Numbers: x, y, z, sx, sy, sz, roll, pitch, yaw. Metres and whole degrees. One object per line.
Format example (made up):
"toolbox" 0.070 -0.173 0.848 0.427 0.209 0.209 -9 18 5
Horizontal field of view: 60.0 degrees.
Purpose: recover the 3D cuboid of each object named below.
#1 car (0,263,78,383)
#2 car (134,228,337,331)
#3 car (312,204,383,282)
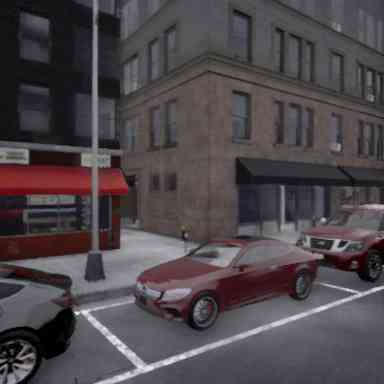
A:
"car" -3.520 1.566 3.678 4.313 1.339 1.947 0 0 -35
"car" 0.885 1.583 6.819 4.206 1.307 1.802 0 0 -35
"car" 5.288 1.318 9.960 5.009 1.841 2.192 0 0 -35
